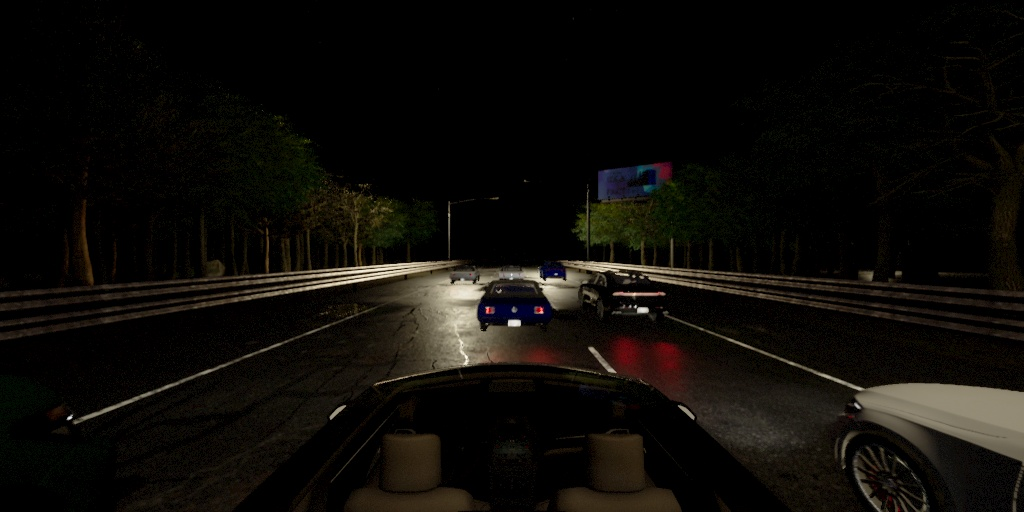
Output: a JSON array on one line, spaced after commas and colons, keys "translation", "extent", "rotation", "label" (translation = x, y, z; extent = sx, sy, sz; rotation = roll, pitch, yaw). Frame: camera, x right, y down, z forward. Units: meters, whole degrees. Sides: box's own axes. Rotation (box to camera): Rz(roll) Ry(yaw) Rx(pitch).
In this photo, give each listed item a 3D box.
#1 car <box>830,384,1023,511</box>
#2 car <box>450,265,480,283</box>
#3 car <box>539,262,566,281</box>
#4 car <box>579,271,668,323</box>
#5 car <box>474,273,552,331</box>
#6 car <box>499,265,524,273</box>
[{"translation": [3.618, 1.275, 1.055], "extent": [1.812, 1.442, 4.674], "rotation": [0, 0, 0], "label": "car"}, {"translation": [-3.541, 1.387, 27.839], "extent": [1.895, 1.301, 4.718], "rotation": [0, 0, 0], "label": "car"}, {"translation": [3.440, 1.267, 30.800], "extent": [1.882, 1.535, 5.008], "rotation": [0, 0, 0], "label": "car"}, {"translation": [3.544, 1.257, 12.172], "extent": [2.128, 1.511, 4.902], "rotation": [0, 0, 0], "label": "car"}, {"translation": [0.050, 1.364, 11.025], "extent": [1.895, 1.301, 4.718], "rotation": [0, 0, 0], "label": "car"}, {"translation": [-0.041, 1.387, 27.901], "extent": [1.895, 1.301, 4.718], "rotation": [0, 0, 0], "label": "car"}]
